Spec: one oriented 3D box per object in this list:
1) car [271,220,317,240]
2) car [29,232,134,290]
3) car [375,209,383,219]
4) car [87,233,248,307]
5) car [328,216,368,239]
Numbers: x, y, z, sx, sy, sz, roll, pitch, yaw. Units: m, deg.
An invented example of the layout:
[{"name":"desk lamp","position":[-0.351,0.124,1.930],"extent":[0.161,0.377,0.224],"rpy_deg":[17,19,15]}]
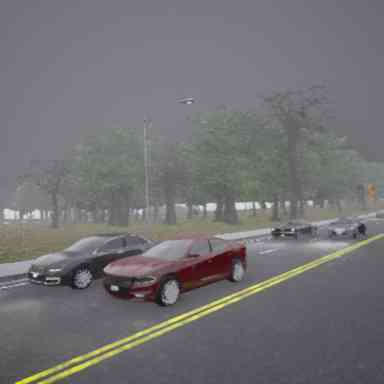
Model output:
[{"name":"car","position":[7.589,2.728,24.584],"extent":[1.895,1.301,4.718],"rpy_deg":[-4,-4,39]},{"name":"car","position":[-2.965,2.195,11.397],"extent":[1.837,1.490,4.892],"rpy_deg":[-4,-4,39]},{"name":"car","position":[31.285,3.554,54.114],"extent":[1.812,1.442,4.674],"rpy_deg":[-4,-4,39]},{"name":"car","position":[-0.232,2.008,9.620],"extent":[1.882,1.535,5.008],"rpy_deg":[-4,-4,39]},{"name":"car","position":[11.313,2.500,24.052],"extent":[2.128,1.511,4.902],"rpy_deg":[-4,-4,39]}]
